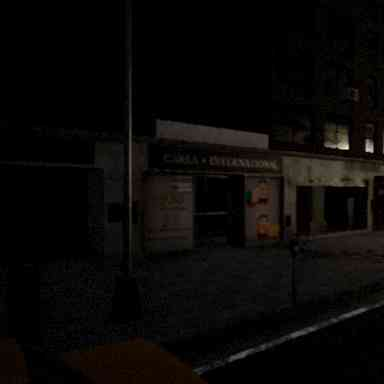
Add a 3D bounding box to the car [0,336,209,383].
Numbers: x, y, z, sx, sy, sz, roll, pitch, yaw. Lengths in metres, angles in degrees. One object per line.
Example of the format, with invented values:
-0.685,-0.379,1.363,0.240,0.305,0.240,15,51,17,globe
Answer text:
-1.929,1.494,1.333,4.829,1.417,1.752,0,1,-34,car
